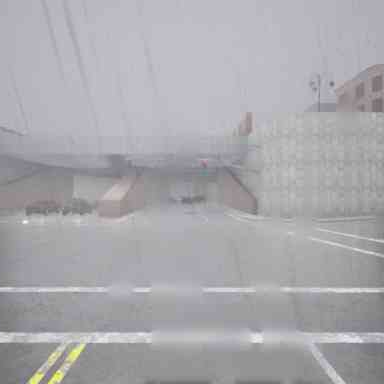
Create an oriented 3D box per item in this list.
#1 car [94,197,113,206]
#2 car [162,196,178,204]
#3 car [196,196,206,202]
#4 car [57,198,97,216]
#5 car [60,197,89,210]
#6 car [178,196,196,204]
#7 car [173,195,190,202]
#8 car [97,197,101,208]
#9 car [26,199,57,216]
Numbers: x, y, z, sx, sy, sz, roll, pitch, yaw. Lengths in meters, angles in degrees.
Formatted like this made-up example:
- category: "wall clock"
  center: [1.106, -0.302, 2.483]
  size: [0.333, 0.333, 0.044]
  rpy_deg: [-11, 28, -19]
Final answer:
- category: "car"
  center: [-15.375, 1.547, 57.937]
  size: [2.033, 1.411, 5.357]
  rpy_deg: [0, 0, -1]
- category: "car"
  center: [-4.521, 1.547, 64.292]
  size: [2.033, 1.411, 5.357]
  rpy_deg: [0, 0, 5]
- category: "car"
  center: [1.520, 1.524, 74.777]
  size: [1.812, 1.442, 4.674]
  rpy_deg: [0, 0, 28]
- category: "car"
  center: [-11.317, 1.601, 33.115]
  size: [1.895, 1.301, 4.718]
  rpy_deg: [0, 0, -1]
- category: "car"
  center: [-15.066, 1.491, 43.062]
  size: [2.128, 1.511, 4.902]
  rpy_deg: [0, 0, -1]
- category: "car"
  center: [-0.991, 1.547, 64.791]
  size: [2.033, 1.411, 5.357]
  rpy_deg: [0, 0, 4]
- category: "car"
  center: [-2.348, 1.524, 74.649]
  size: [1.812, 1.442, 4.674]
  rpy_deg: [0, 0, 24]
- category: "car"
  center: [-11.583, 1.601, 43.627]
  size: [1.895, 1.301, 4.718]
  rpy_deg: [0, 0, -1]
- category: "car"
  center: [-14.826, 1.478, 33.438]
  size: [1.882, 1.535, 5.008]
  rpy_deg: [0, 0, -1]
